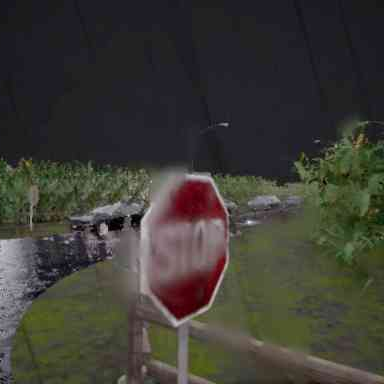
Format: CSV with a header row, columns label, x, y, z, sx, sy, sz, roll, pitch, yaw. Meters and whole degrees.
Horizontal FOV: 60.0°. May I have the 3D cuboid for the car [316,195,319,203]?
label,x,y,z,sx,sy,sz,roll,pitch,yaw
car,16.242,1.187,41.615,1.837,1.490,4.892,1,1,35

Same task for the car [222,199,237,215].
label,x,y,z,sx,sy,sz,roll,pitch,yaw
car,1.703,1.250,25.506,2.128,1.511,4.902,1,1,34

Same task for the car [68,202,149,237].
label,x,y,z,sx,sy,sz,roll,pitch,yaw
car,-3.963,1.294,17.243,1.882,1.535,5.008,1,1,34

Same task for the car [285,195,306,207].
label,x,y,z,sx,sy,sz,roll,pitch,yaw
car,12.948,1.157,41.861,1.837,1.490,4.892,1,1,35

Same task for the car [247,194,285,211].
label,x,y,z,sx,sy,sz,roll,pitch,yaw
car,7.326,1.056,33.705,2.097,1.767,4.553,1,1,34
